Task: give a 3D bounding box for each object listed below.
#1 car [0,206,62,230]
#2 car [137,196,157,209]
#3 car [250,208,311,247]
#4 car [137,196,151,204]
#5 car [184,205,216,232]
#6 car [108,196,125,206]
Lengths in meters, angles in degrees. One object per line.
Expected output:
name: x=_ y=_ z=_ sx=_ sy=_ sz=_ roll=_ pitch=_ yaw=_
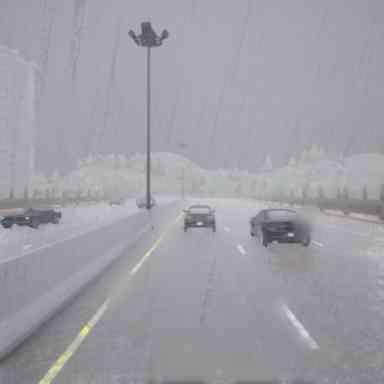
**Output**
car: x=-10.199 y=1.598 z=21.441 sx=1.895 sy=1.301 sz=4.718 roll=0 pitch=0 yaw=2
car: x=-6.042 y=1.350 z=44.887 sx=2.097 sy=1.767 sz=4.553 roll=0 pitch=0 yaw=2
car: x=3.851 y=1.479 z=15.191 sx=1.882 sy=1.535 sz=5.008 roll=0 pitch=0 yaw=1
car: x=-9.002 y=1.528 z=62.649 sx=1.812 sy=1.442 sz=4.674 roll=0 pitch=0 yaw=2
car: x=0.477 y=1.526 z=20.227 sx=1.812 sy=1.442 sz=4.674 roll=0 pitch=0 yaw=1
car: x=-12.704 y=1.501 z=56.174 sx=1.837 sy=1.490 sz=4.892 roll=0 pitch=0 yaw=2
